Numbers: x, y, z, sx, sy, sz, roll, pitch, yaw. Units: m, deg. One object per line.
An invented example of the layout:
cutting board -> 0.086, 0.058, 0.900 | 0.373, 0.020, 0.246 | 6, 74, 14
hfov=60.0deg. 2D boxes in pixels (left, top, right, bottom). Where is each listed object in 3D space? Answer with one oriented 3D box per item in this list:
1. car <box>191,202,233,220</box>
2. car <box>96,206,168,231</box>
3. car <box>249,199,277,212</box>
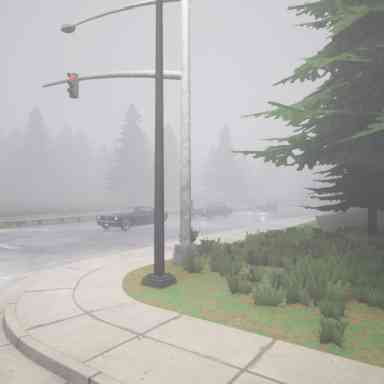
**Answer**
car -> 1.635, 1.574, 28.522 | 1.895, 1.301, 4.718 | 0, 0, 35
car -> -3.648, 1.574, 20.870 | 1.895, 1.301, 4.718 | 0, 0, 35
car -> 8.176, 1.499, 37.817 | 1.812, 1.442, 4.674 | 0, 0, 36
